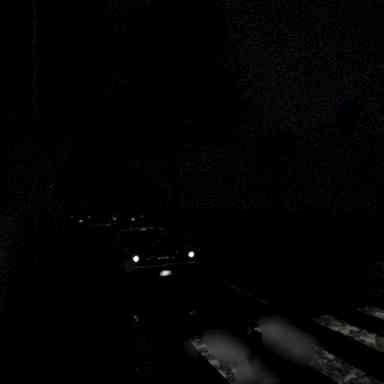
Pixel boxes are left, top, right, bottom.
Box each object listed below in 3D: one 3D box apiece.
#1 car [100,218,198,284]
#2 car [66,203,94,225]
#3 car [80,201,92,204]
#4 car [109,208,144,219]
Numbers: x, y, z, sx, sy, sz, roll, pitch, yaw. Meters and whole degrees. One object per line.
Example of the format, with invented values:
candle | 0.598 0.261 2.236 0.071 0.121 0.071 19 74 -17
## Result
car | -1.543 1.704 10.181 1.895 1.301 4.718 0 -1 -24
car | -9.872 1.961 28.734 2.033 1.411 5.357 0 -1 -24
car | -15.796 2.137 49.113 2.097 1.767 4.553 0 -1 -24
car | -4.925 1.893 24.917 1.994 1.385 4.181 0 -1 -24
